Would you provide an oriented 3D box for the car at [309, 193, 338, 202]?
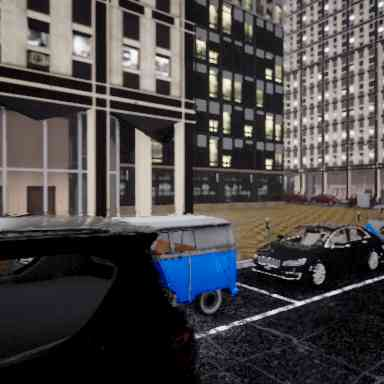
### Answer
[{"bbox_3d":[21.766,0.931,55.202,1.802,1.307,4.206,1,0,-36],"label":"car"}]

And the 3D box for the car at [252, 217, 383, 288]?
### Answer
[{"bbox_3d":[3.556,1.541,9.148,4.403,1.369,2.008,0,0,-36],"label":"car"}]

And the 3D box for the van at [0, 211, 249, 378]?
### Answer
[{"bbox_3d":[-1.024,1.338,5.841,3.998,1.788,1.690,0,0,-36],"label":"van"}]

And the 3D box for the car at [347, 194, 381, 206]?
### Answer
[{"bbox_3d":[21.572,1.026,41.207,1.967,1.590,4.097,1,0,-36],"label":"car"}]

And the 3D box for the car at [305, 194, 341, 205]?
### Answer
[{"bbox_3d":[18.294,1.060,45.719,1.802,1.307,4.206,1,0,-36],"label":"car"}]

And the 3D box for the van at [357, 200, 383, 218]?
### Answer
[{"bbox_3d":[8.135,1.325,12.455,3.998,1.788,1.690,0,0,-36],"label":"van"}]

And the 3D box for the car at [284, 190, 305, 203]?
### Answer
[{"bbox_3d":[15.027,0.686,50.229,2.192,1.841,5.009,1,0,-36],"label":"car"}]

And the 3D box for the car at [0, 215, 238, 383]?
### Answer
[{"bbox_3d":[-2.520,1.223,1.564,5.566,2.045,2.150,0,0,-36],"label":"car"}]
